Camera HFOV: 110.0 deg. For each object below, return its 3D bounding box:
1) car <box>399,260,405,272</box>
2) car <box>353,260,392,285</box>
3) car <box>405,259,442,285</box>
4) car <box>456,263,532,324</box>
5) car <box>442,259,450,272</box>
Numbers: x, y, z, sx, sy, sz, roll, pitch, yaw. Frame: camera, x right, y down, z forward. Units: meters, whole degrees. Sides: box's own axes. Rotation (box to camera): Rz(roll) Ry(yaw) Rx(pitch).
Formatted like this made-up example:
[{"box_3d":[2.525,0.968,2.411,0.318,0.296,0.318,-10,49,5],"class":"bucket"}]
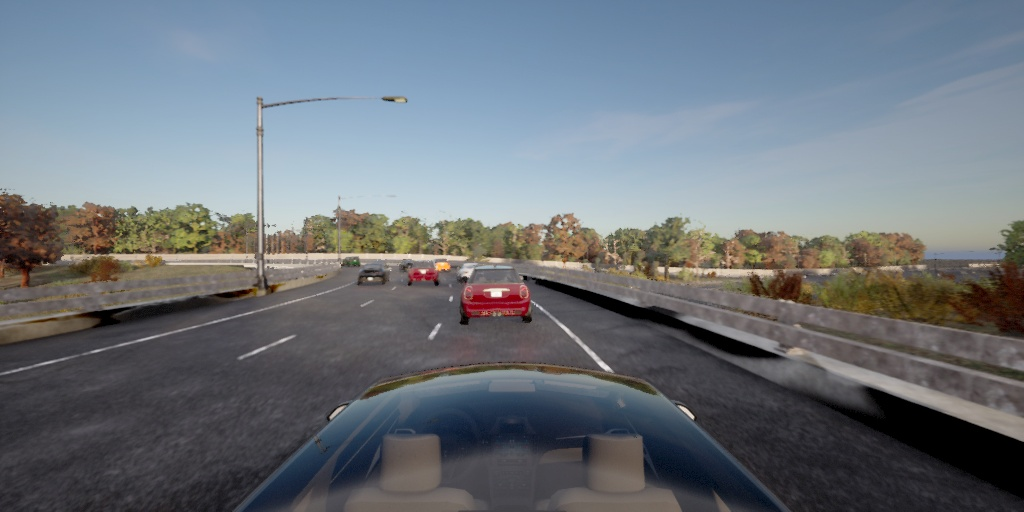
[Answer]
[{"box_3d":[-13.767,1.289,47.454,1.837,1.490,4.892,0,0,-24],"class":"car"},{"box_3d":[-10.153,1.289,26.648,1.837,1.490,4.892,0,1,-14],"class":"car"},{"box_3d":[-6.472,1.113,26.285,2.097,1.767,4.553,0,0,-14],"class":"car"},{"box_3d":[-0.641,1.094,12.207,2.097,1.767,4.553,0,0,-6],"class":"car"},{"box_3d":[-9.399,1.109,46.145,2.097,1.767,4.553,0,0,-23],"class":"car"}]
